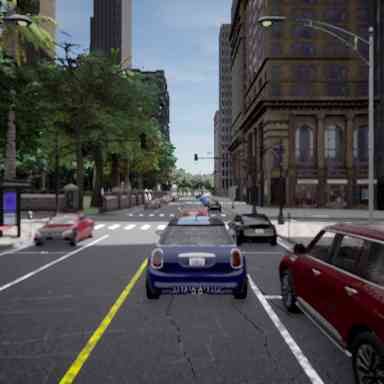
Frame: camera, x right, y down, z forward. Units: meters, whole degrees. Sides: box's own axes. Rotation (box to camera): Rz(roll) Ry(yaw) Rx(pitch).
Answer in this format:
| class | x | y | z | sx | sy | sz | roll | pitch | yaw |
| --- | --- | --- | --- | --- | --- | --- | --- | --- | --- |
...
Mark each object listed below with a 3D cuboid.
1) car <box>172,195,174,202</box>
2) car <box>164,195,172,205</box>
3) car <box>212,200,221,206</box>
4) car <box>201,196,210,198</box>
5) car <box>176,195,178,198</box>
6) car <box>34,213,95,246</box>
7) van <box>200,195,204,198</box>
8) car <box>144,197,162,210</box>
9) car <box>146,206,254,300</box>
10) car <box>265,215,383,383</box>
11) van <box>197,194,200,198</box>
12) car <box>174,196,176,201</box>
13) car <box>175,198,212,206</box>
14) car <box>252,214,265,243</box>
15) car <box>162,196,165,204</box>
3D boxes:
| class | x | y | z | sx | sy | sz | roll | pitch | yaw |
| --- | --- | --- | --- | --- | --- | --- | --- | --- | --- |
| car | -5.838 | 1.675 | 74.559 | 2.192 | 1.841 | 5.009 | 0 | 0 | 0 |
| car | -5.832 | 1.777 | 69.138 | 1.967 | 1.590 | 4.097 | 0 | 0 | 0 |
| car | 2.719 | 1.780 | 42.025 | 1.947 | 1.339 | 4.313 | 0 | 0 | 0 |
| car | 2.709 | 1.791 | 53.036 | 1.752 | 1.417 | 4.829 | 0 | 0 | 0 |
| car | -5.853 | 1.740 | 90.820 | 2.192 | 1.841 | 5.009 | 0 | 0 | 0 |
| car | -5.781 | 1.665 | 15.598 | 1.802 | 1.307 | 4.206 | 0 | 0 | 0 |
| van | 2.703 | 1.631 | 58.287 | 1.690 | 1.788 | 3.998 | 0 | 0 | 0 |
| car | -5.811 | 1.790 | 47.457 | 2.008 | 1.369 | 4.403 | 0 | 0 | 0 |
| car | 0.094 | 1.399 | 8.660 | 2.097 | 1.767 | 4.553 | 0 | 0 | 0 |
| car | 2.754 | 1.341 | 4.739 | 2.192 | 1.841 | 5.009 | 0 | 0 | 0 |
| van | 2.683 | 1.723 | 79.968 | 1.690 | 1.788 | 3.998 | 0 | 0 | 0 |
| car | -5.847 | 1.928 | 85.229 | 1.752 | 1.417 | 4.829 | 0 | 0 | 0 |
| car | 0.077 | 1.487 | 23.246 | 2.097 | 1.767 | 4.553 | 0 | -1 | 0 |
| car | 2.745 | 1.649 | 15.588 | 1.947 | 1.339 | 4.313 | 0 | 0 | 0 |
| car | -5.817 | 1.705 | 52.877 | 1.967 | 1.590 | 4.097 | 0 | 0 | 0 |
